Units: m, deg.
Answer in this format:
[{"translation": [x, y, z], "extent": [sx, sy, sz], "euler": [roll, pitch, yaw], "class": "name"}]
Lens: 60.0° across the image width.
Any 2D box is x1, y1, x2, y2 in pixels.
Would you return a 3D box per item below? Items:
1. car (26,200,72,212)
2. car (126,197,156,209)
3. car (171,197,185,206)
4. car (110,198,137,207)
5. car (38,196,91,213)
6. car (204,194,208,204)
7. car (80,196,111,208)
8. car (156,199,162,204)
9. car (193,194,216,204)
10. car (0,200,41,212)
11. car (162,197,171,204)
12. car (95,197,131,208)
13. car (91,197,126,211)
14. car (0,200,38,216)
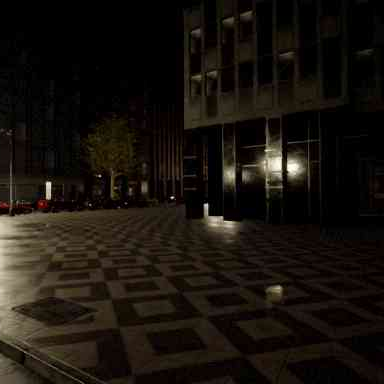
[{"translation": [-17.211, 1.640, 40.238], "extent": [1.895, 1.301, 4.718], "euler": [-1, 0, 35], "class": "car"}, {"translation": [-7.274, 1.511, 44.435], "extent": [1.947, 1.339, 4.313], "euler": [-1, 0, 35], "class": "car"}, {"translation": [-0.848, 1.464, 53.703], "extent": [1.887, 1.381, 4.507], "euler": [-1, 0, 35], "class": "car"}, {"translation": [-11.062, 1.615, 53.932], "extent": [1.802, 1.307, 4.206], "euler": [-1, 0, 35], "class": "car"}, {"translation": [-13.703, 1.292, 35.171], "extent": [2.192, 1.841, 5.009], "euler": [-1, 0, 35], "class": "car"}, {"translation": [2.365, 1.224, 58.338], "extent": [2.192, 1.841, 5.009], "euler": [-1, 0, 35], "class": "car"}, {"translation": [-14.277, 1.486, 49.298], "extent": [1.967, 1.590, 4.097], "euler": [-1, 0, 35], "class": "car"}, {"translation": [-7.945, 1.547, 58.426], "extent": [1.752, 1.417, 4.829], "euler": [-1, 0, 35], "class": "car"}, {"translation": [2.450, 1.285, 62.985], "extent": [2.097, 1.767, 4.553], "euler": [-1, 0, 35], "class": "car"}, {"translation": [-20.703, 1.644, 40.030], "extent": [1.947, 1.339, 4.313], "euler": [-1, 0, 35], "class": "car"}, {"translation": [-4.634, 1.577, 63.201], "extent": [1.947, 1.339, 4.313], "euler": [-1, 0, 35], "class": "car"}, {"translation": [-11.456, 1.502, 48.510], "extent": [2.128, 1.511, 4.902], "euler": [-1, 0, 35], "class": "car"}, {"translation": [-10.487, 1.526, 39.803], "extent": [1.947, 1.339, 4.313], "euler": [-1, 0, 35], "class": "car"}, {"translation": [-16.914, 1.578, 30.536], "extent": [1.802, 1.307, 4.206], "euler": [-1, 0, 35], "class": "car"}]
